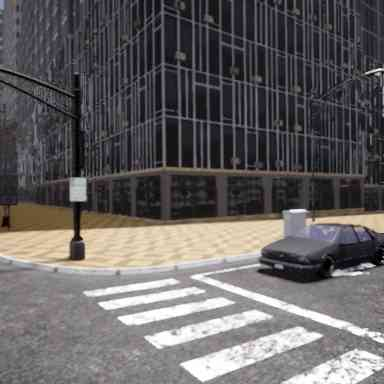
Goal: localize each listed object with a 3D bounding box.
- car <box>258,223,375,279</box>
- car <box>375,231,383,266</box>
[{"bbox_3d":[4.641,1.743,10.963,5.357,1.411,2.033,1,-1,-35],"label":"car"},{"bbox_3d":[6.874,1.693,8.569,4.674,1.442,1.812,1,-1,-35],"label":"car"}]
